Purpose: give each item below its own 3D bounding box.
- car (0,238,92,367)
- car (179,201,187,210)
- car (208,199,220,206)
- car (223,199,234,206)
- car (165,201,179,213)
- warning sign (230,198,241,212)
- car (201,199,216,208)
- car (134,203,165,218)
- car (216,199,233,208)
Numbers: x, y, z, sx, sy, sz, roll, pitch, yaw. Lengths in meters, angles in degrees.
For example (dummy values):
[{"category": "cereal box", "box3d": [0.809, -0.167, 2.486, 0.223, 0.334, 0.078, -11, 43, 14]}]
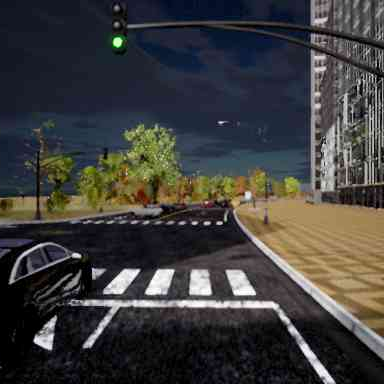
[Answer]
[{"category": "car", "box3d": [-3.180, 1.562, 5.826, 2.128, 1.511, 4.902, 0, -1, -2]}, {"category": "car", "box3d": [-2.063, 2.248, 55.628, 1.994, 1.385, 4.181, 0, -1, 9]}, {"category": "car", "box3d": [5.041, 2.426, 75.863, 1.882, 1.535, 5.008, 0, -1, 13]}, {"category": "car", "box3d": [8.337, 2.430, 75.727, 1.882, 1.535, 5.008, 0, -1, 13]}, {"category": "car", "box3d": [-3.507, 2.159, 45.667, 1.895, 1.301, 4.718, 0, -1, 8]}, {"category": "warning sign", "box3d": [5.696, 1.659, 43.534, 1.300, 1.860, 1.060, 0, 0, 7]}, {"category": "car", "box3d": [3.236, 2.179, 66.442, 2.097, 1.767, 4.553, 0, -1, 11]}, {"category": "car", "box3d": [-4.657, 2.035, 35.789, 1.895, 1.301, 4.718, 0, -1, 9]}, {"category": "car", "box3d": [6.370, 2.298, 65.437, 1.882, 1.535, 5.008, 0, -1, 11]}]
